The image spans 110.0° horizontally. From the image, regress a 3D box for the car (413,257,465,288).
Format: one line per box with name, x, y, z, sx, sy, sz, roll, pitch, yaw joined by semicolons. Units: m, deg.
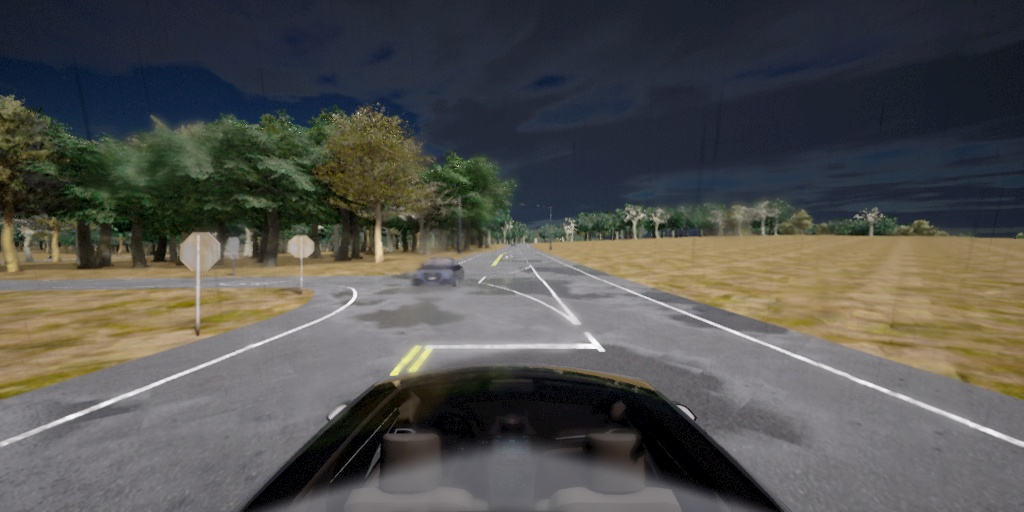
car;-3.502;0.766;17.790;1.994;1.385;4.181;1;1;0
